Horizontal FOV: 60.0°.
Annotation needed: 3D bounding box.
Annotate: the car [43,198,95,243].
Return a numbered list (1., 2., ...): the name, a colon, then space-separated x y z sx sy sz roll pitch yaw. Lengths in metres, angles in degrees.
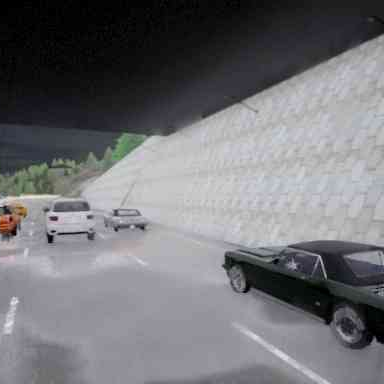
1. car: -6.480 1.354 17.410 2.150 2.045 5.566 -1 0 -25

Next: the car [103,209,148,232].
1. car: -4.390 1.722 21.252 1.895 1.301 4.718 -1 0 -25

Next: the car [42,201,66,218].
1. car: -14.683 1.777 35.255 2.128 1.511 4.902 -1 0 -25

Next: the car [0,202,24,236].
1. car: -11.245 1.542 19.399 2.097 1.767 4.553 -1 0 -24

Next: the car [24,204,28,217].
1. car: -18.212 1.799 34.554 1.882 1.535 5.008 -1 0 -25

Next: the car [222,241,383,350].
1. car: 2.449 1.593 6.350 1.895 1.301 4.718 -1 0 -25
